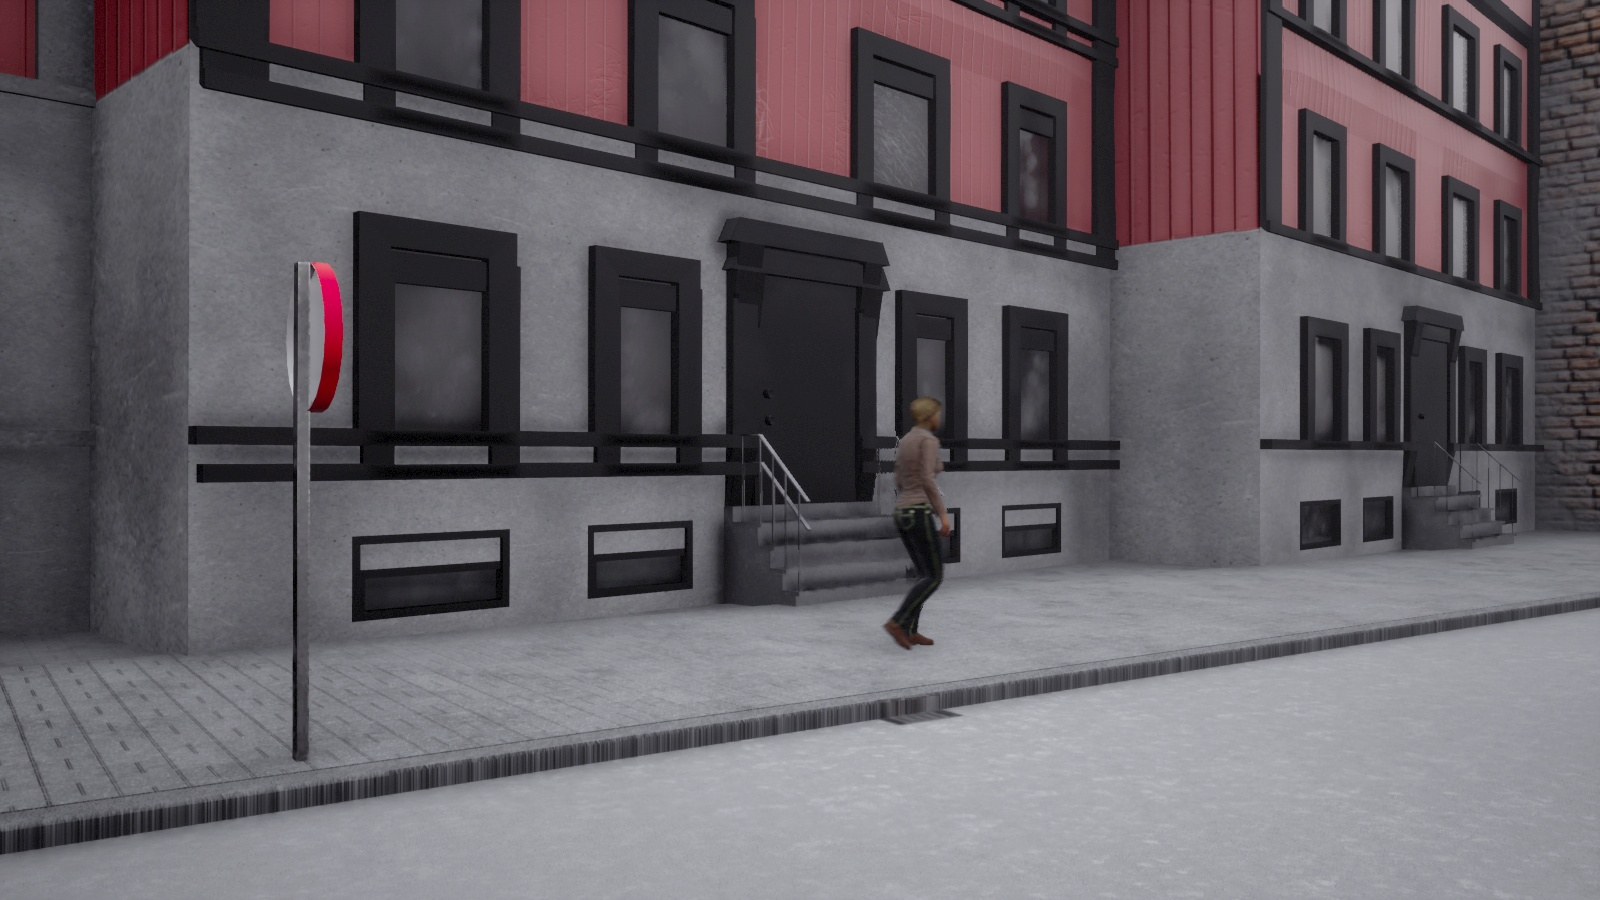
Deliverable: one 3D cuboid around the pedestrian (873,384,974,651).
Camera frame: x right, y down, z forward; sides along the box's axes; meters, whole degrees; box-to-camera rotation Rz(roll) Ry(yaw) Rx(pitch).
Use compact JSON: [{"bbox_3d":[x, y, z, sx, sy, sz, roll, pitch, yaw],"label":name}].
[{"bbox_3d":[0.879,0.466,8.957,0.634,1.846,0.331,0,0,-22],"label":"pedestrian"}]
